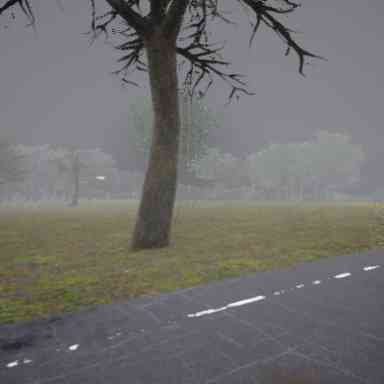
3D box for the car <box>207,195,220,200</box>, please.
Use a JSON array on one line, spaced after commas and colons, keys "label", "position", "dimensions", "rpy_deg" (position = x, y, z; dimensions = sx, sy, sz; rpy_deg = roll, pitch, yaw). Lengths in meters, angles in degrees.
[{"label": "car", "position": [5.586, 1.496, 85.925], "dimensions": [1.994, 1.385, 4.181], "rpy_deg": [3, -2, -29]}]
